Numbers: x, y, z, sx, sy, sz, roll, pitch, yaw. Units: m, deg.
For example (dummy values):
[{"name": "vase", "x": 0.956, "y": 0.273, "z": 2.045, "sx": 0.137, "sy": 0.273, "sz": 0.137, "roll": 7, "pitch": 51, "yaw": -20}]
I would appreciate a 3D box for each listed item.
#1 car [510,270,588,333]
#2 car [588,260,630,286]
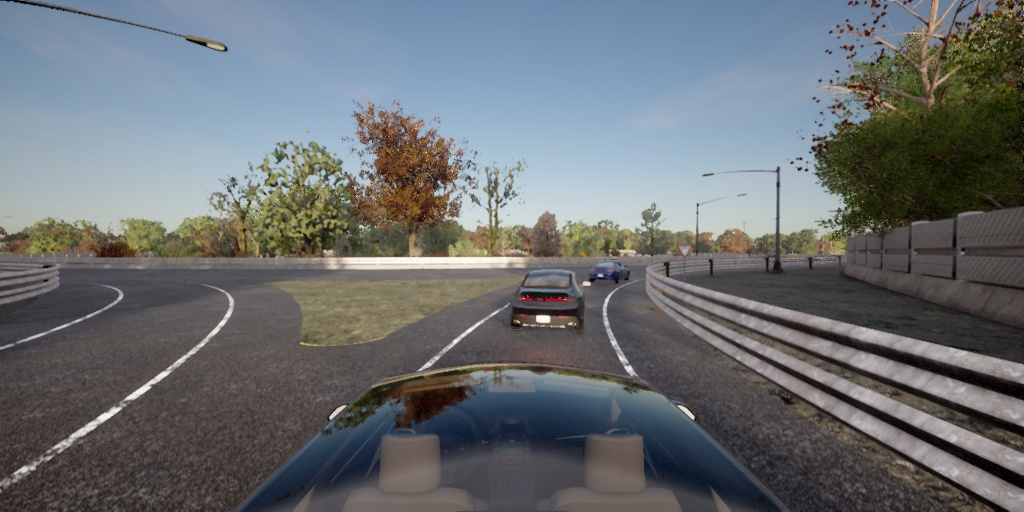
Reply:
[{"name": "car", "x": 1.184, "y": 1.145, "z": 10.426, "sx": 1.837, "sy": 1.490, "sz": 4.892, "roll": 0, "pitch": 1, "yaw": 11}, {"name": "car", "x": 6.537, "y": 0.999, "z": 23.927, "sx": 1.812, "sy": 1.442, "sz": 4.674, "roll": 0, "pitch": 1, "yaw": 29}]
